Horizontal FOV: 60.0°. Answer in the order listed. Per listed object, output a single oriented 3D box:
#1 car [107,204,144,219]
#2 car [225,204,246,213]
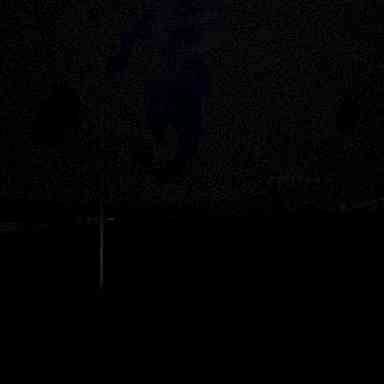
[{"bbox_3d":[-6.522,1.942,33.556,1.994,1.385,4.181,2,0,35],"label":"car"},{"bbox_3d":[6.783,2.576,52.290,1.994,1.385,4.181,2,-1,36],"label":"car"}]
